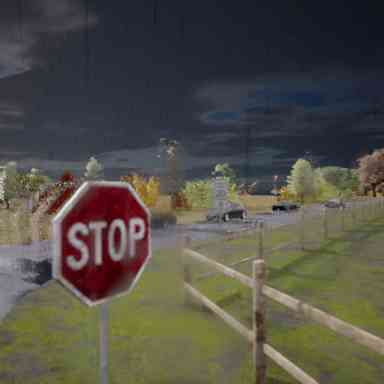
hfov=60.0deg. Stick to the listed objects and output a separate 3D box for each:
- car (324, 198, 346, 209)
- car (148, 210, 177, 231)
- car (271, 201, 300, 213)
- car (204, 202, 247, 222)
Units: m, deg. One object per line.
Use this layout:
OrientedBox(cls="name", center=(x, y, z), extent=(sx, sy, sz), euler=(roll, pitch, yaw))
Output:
OrientedBox(cls="car", center=(19.586, 1.575, 45.743), extent=(1.812, 1.442, 4.674), euler=(-1, 0, 36))
OrientedBox(cls="car", center=(-3.020, 1.733, 19.499), extent=(1.895, 1.301, 4.718), euler=(-1, 0, 36))
OrientedBox(cls="car", center=(10.901, 1.692, 38.729), extent=(1.895, 1.301, 4.718), euler=(-1, 0, 36))
OrientedBox(cls="car", center=(2.872, 1.613, 27.649), extent=(1.837, 1.490, 4.892), euler=(-1, 0, 36))
